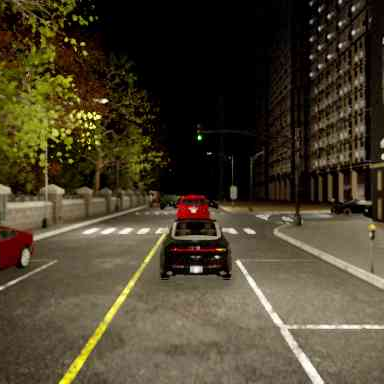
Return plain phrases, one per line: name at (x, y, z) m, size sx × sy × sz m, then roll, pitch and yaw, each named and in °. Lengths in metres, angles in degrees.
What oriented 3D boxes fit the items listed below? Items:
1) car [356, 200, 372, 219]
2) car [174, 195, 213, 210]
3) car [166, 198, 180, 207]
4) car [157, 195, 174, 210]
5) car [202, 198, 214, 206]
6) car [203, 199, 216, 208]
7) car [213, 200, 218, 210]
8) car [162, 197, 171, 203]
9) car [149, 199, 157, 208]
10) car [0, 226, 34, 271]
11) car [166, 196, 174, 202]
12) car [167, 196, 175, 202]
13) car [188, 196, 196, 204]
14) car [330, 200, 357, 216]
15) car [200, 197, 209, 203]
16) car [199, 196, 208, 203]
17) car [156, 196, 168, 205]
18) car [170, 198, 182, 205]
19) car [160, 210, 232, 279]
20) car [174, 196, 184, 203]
car at (14.678, 1.344, 23.996) m, size 4.313 × 1.339 × 1.947 m, roll -1°, pitch 1°, yaw 0°
car at (0.099, 1.293, 23.612) m, size 2.150 × 2.045 × 5.566 m, roll 0°, pitch 0°, yaw 0°
car at (-3.044, 1.742, 55.041) m, size 1.994 × 1.385 × 4.181 m, roll 0°, pitch 0°, yaw 1°
car at (-3.082, 1.365, 45.413) m, size 2.150 × 2.045 × 5.566 m, roll 0°, pitch 0°, yaw 0°
car at (2.702, 1.754, 57.853) m, size 1.947 × 1.339 × 4.313 m, roll 0°, pitch 0°, yaw 0°
car at (2.701, 1.733, 52.221) m, size 1.947 × 1.339 × 4.313 m, roll 0°, pitch 0°, yaw 0°
car at (2.700, 1.713, 46.588) m, size 1.947 × 1.339 × 4.313 m, roll 0°, pitch 0°, yaw 0°
car at (-5.674, 1.780, 74.583) m, size 1.752 × 1.417 × 4.829 m, roll 0°, pitch 0°, yaw 0°
car at (-5.679, 1.750, 52.222) m, size 1.802 × 1.307 × 4.206 m, roll 0°, pitch 0°, yaw 0°
car at (-5.816, 1.569, 8.672) m, size 1.887 × 1.381 × 4.507 m, roll 0°, pitch 0°, yaw 0°
car at (-5.672, 1.745, 86.016) m, size 1.967 × 1.590 × 4.097 m, roll 0°, pitch 0°, yaw 0°
car at (-5.672, 1.874, 91.648) m, size 1.887 × 1.381 × 4.507 m, roll 0°, pitch 0°, yaw 0°
car at (0.013, 1.719, 73.459) m, size 1.882 × 1.535 × 5.008 m, roll 0°, pitch 0°, yaw 0°
car at (14.676, 1.383, 29.796) m, size 4.181 × 1.385 × 1.994 m, roll -1°, pitch 0°, yaw 0°
car at (2.706, 1.800, 74.751) m, size 1.887 × 1.381 × 4.507 m, roll 0°, pitch 0°, yaw 0°
car at (2.707, 1.719, 80.383) m, size 1.967 × 1.590 × 4.097 m, roll 0°, pitch 0°, yaw 0°
car at (-5.676, 1.650, 63.488) m, size 1.967 × 1.590 × 4.097 m, roll 0°, pitch 0°, yaw 0°
car at (-3.014, 1.808, 62.953) m, size 1.895 × 1.301 × 4.718 m, roll 0°, pitch 0°, yaw 1°
car at (0.101, 1.534, 10.124) m, size 1.837 × 1.490 × 4.892 m, roll 0°, pitch 0°, yaw 0°
car at (-2.985, 1.656, 77.748) m, size 2.128 × 1.511 × 4.902 m, roll 0°, pitch 0°, yaw 0°
